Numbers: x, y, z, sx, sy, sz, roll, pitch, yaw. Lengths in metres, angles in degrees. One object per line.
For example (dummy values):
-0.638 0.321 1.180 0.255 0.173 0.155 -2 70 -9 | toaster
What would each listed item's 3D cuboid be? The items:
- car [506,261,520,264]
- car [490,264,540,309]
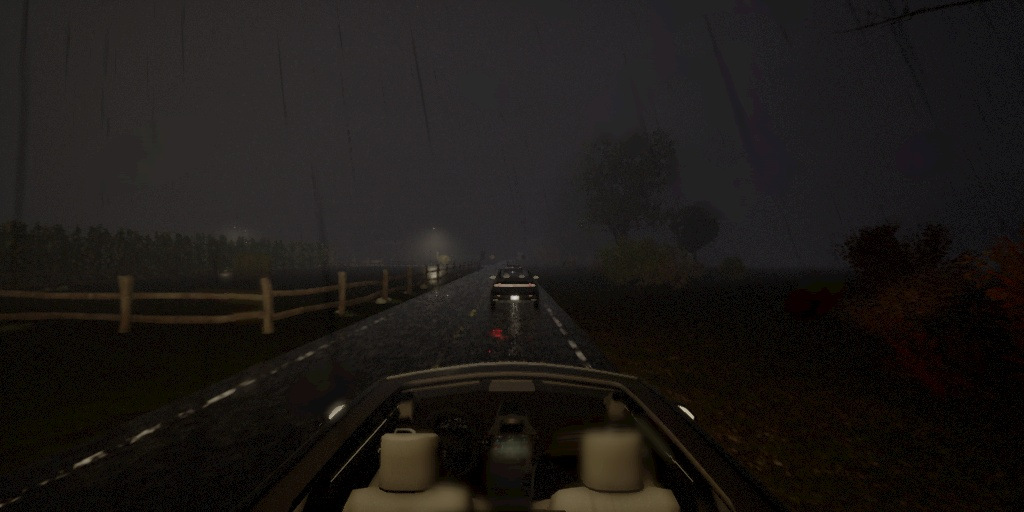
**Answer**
0.100 1.258 34.768 2.128 1.511 4.902 0 0 0 | car
0.100 1.242 14.843 2.128 1.511 4.902 0 0 0 | car
